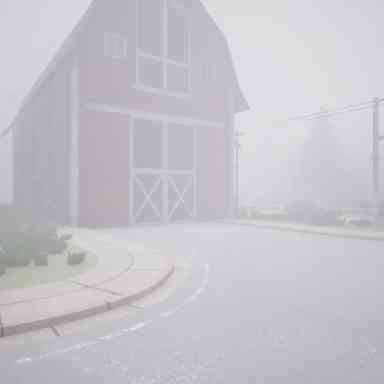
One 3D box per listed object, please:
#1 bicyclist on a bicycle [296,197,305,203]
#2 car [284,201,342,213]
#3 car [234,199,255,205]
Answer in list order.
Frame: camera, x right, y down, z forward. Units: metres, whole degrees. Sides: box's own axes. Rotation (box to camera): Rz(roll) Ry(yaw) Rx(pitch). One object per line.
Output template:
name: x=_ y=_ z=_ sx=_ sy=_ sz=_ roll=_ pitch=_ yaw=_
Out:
bicyclist on a bicycle: x=13.252 y=1.320 z=40.222 sx=1.656 sy=1.620 sz=0.582 roll=46 pitch=-25 yaw=-24
car: x=10.930 y=1.573 z=30.599 sx=2.033 sy=1.411 sz=5.357 roll=0 pitch=0 yaw=-35
car: x=5.498 y=1.551 z=38.480 sx=1.812 sy=1.442 sz=4.674 roll=0 pitch=0 yaw=-34
